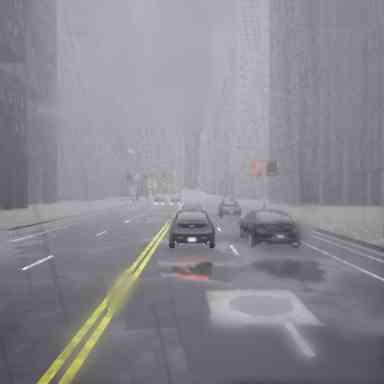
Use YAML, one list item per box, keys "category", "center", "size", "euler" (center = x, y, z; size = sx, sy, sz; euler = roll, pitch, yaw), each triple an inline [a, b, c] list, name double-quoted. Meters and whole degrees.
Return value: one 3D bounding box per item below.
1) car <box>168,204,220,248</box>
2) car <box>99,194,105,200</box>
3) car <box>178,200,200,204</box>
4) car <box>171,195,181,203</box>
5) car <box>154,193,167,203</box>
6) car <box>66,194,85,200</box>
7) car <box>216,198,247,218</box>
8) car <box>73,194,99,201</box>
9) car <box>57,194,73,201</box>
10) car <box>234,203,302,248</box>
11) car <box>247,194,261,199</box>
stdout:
- category: "car"
  center: [0.001, 1.504, 14.652]
  size: [1.837, 1.490, 4.892]
  euler: [0, 0, 0]
- category: "car"
  center: [-24.732, 1.277, 86.050]
  size: [4.097, 1.590, 1.967]
  euler: [0, 1, 0]
- category: "car"
  center: [0.001, 1.584, 29.683]
  size: [1.895, 1.301, 4.718]
  euler: [0, 0, 0]
- category: "car"
  center: [-3.257, 1.376, 67.069]
  size: [1.882, 1.535, 5.008]
  euler: [0, 0, 0]
- category: "car"
  center: [-6.508, 1.463, 67.117]
  size: [1.994, 1.385, 4.181]
  euler: [0, 0, 0]
- category: "car"
  center: [-30.157, 1.296, 86.047]
  size: [4.097, 1.590, 1.967]
  euler: [0, 1, 0]
- category: "car"
  center: [3.251, 1.463, 29.653]
  size: [2.128, 1.511, 4.902]
  euler: [0, 0, 0]
- category: "car"
  center: [-24.729, 1.549, 77.529]
  size: [4.313, 1.339, 1.947]
  euler: [0, 1, 0]
- category: "car"
  center: [-30.155, 1.317, 77.520]
  size: [5.009, 1.841, 2.192]
  euler: [0, 1, 0]
- category: "car"
  center: [3.251, 1.472, 14.652]
  size: [1.882, 1.535, 5.008]
  euler: [0, 0, 0]
- category: "car"
  center: [16.680, 1.164, 89.179]
  size: [4.097, 1.590, 1.967]
  euler: [0, 1, 0]
